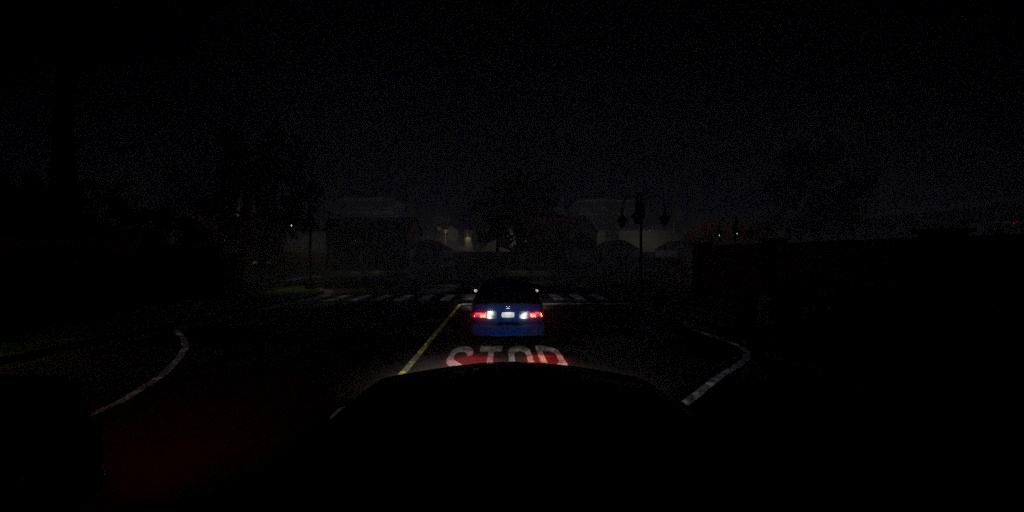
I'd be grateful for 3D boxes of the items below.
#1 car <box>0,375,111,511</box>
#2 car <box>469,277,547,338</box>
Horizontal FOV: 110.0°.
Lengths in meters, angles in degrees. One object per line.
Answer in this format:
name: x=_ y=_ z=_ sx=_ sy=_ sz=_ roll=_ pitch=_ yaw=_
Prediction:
car: x=-3.623 y=1.241 z=0.257 sx=2.128 sy=1.511 sz=4.902 roll=0 pitch=0 yaw=1
car: x=-0.151 y=1.295 z=10.118 sx=2.033 sy=1.411 sz=5.357 roll=0 pitch=0 yaw=-2
